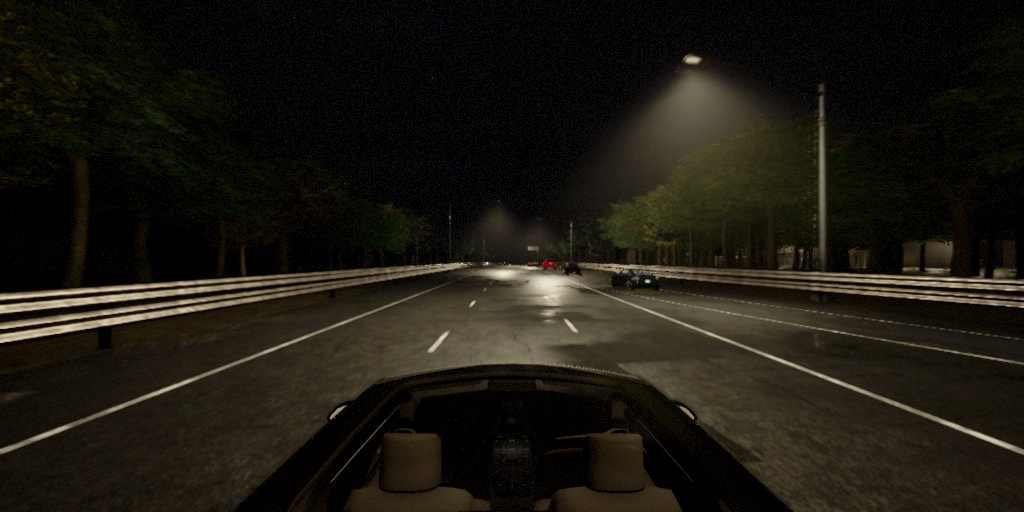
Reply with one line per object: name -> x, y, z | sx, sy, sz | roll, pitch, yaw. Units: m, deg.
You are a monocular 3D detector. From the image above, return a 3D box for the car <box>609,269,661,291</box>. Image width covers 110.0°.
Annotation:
car -> 8.013, 1.519, 23.785 | 1.994, 1.385, 4.181 | 0, 0, -7

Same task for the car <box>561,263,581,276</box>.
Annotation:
car -> 7.007, 1.613, 42.796 | 1.837, 1.490, 4.892 | 0, -1, 0
